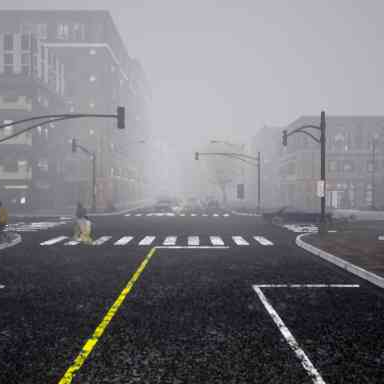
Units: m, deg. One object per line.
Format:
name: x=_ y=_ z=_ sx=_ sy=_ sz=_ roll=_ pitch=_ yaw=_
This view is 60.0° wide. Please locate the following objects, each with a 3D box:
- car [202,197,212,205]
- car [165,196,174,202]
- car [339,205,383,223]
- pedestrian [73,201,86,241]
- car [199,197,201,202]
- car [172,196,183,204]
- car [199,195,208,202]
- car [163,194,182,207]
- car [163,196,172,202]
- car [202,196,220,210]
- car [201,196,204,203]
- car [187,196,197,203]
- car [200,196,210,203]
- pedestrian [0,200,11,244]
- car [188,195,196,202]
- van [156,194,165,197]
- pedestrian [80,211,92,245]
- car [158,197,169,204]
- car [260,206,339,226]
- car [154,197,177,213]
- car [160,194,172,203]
car: x=2.695 y=1.640 z=60.581 sx=1.802 sy=1.307 sz=4.206 roll=0 pitch=0 yaw=0
car: x=-5.683 y=1.663 z=83.370 sx=2.008 sy=1.369 sz=4.403 roll=0 pitch=0 yaw=0
car: x=13.475 y=1.668 z=25.777 sx=4.718 sy=1.301 sz=1.895 roll=0 pitch=0 yaw=0
pedestrian: x=-4.858 y=1.294 z=14.550 sx=0.375 sy=1.860 sz=0.375 roll=0 pitch=0 yaw=0
car: x=2.695 y=1.488 z=54.884 sx=1.967 sy=1.590 sz=4.097 roll=0 pitch=0 yaw=0
car: x=-2.993 y=1.579 z=69.535 sx=2.128 sy=1.511 sz=4.902 roll=0 pitch=0 yaw=0
car: x=2.697 y=1.536 z=77.672 sx=1.967 sy=1.590 sz=4.097 roll=0 pitch=0 yaw=0
car: x=-3.086 y=1.537 z=52.999 sx=2.128 sy=1.511 sz=4.902 roll=0 pitch=0 yaw=0
car: x=-5.684 y=1.662 z=77.674 sx=1.947 sy=1.339 sz=4.313 roll=0 pitch=0 yaw=0
car: x=2.694 y=1.580 z=43.490 sx=2.008 sy=1.369 sz=4.403 roll=0 pitch=0 yaw=0
car: x=2.695 y=1.478 z=49.188 sx=1.967 sy=1.590 sz=4.097 roll=0 pitch=0 yaw=0
car: x=0.008 y=1.625 z=70.673 sx=1.994 sy=1.385 sz=4.181 roll=0 pitch=0 yaw=0
car: x=2.697 y=1.633 z=71.975 sx=2.008 sy=1.369 sz=4.403 roll=0 pitch=0 yaw=0
pedestrian: x=-7.655 y=1.143 z=13.349 sx=0.375 sy=1.860 sz=0.375 roll=0 pitch=0 yaw=0
car: x=0.009 y=1.556 z=80.680 sx=2.033 sy=1.411 sz=5.357 roll=0 pitch=0 yaw=0
van: x=-5.686 y=1.399 z=60.584 sx=1.690 sy=1.788 sz=3.998 roll=0 pitch=0 yaw=0
pedestrian: x=-4.358 y=1.574 z=13.951 sx=0.375 sy=1.300 sz=0.375 roll=0 pitch=0 yaw=0
car: x=-5.685 y=1.651 z=66.280 sx=1.802 sy=1.307 sz=4.206 roll=0 pitch=0 yaw=0
car: x=7.120 y=1.633 z=22.786 sx=4.718 sy=1.301 sz=1.895 roll=1 pitch=0 yaw=8
car: x=-3.123 y=1.568 z=37.949 sx=2.033 sy=1.411 sz=5.357 roll=0 pitch=0 yaw=0
car: x=-5.685 y=1.397 z=71.977 sx=2.192 sy=1.841 sz=5.009 roll=0 pitch=0 yaw=0
